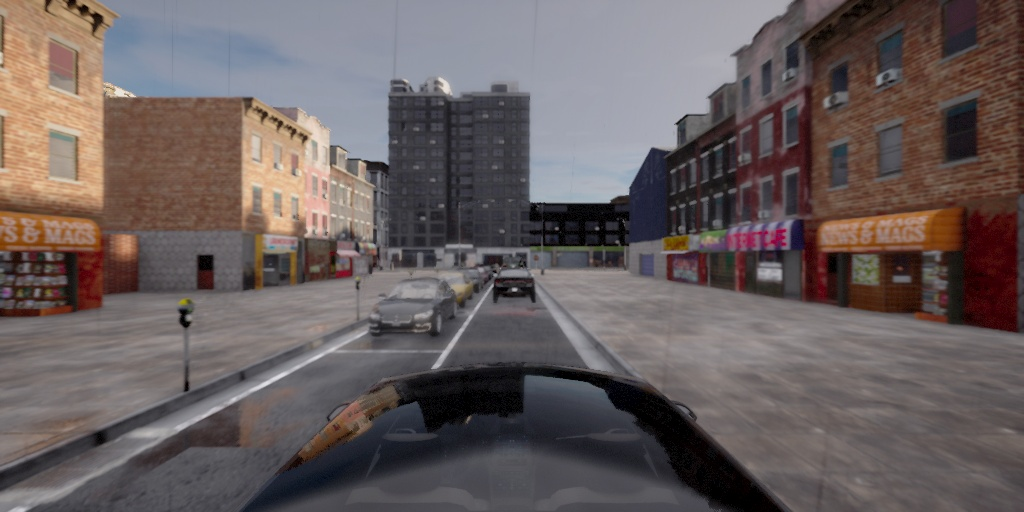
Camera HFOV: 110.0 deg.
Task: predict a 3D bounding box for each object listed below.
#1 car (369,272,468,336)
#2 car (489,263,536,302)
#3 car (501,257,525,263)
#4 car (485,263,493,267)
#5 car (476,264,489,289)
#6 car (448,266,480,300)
[{"bbox_3d":[-2.636,1.330,10.346,2.007,1.370,4.403,0,0,0],"label":"car"},{"bbox_3d":[0.103,1.281,17.311,1.882,1.535,5.008,0,-1,0],"label":"car"},{"bbox_3d":[0.104,1.080,34.678,2.150,2.045,5.566,0,0,0],"label":"car"},{"bbox_3d":[-2.634,1.416,26.702,1.802,1.307,4.207,0,0,0],"label":"car"},{"bbox_3d":[-2.634,1.381,21.250,1.948,1.339,4.313,0,0,0],"label":"car"},{"bbox_3d":[-2.635,1.323,15.627,1.751,1.417,4.829,0,0,0],"label":"car"}]
